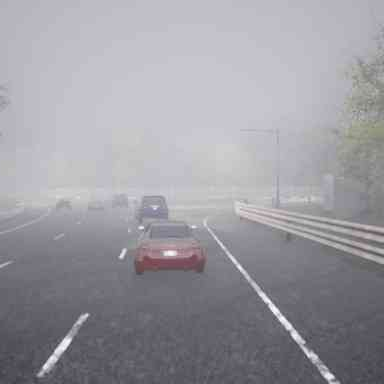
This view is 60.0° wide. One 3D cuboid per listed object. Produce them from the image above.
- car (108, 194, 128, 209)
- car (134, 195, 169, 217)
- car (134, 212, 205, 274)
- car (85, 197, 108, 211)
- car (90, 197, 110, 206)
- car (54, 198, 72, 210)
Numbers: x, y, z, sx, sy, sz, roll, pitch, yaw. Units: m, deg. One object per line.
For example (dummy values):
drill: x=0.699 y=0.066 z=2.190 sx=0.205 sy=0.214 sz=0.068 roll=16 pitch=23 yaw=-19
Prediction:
car: x=-10.364 y=1.259 z=46.033 sx=2.150 sy=2.045 sz=5.566 roll=0 pitch=0 yaw=-24
car: x=-3.193 y=1.234 z=25.595 sx=2.150 sy=2.045 sz=5.566 roll=0 pitch=0 yaw=-14
car: x=-0.767 y=1.567 z=10.648 sx=1.994 sy=1.385 sz=4.181 roll=0 pitch=0 yaw=-6
car: x=-12.022 y=1.607 z=41.194 sx=1.994 sy=1.385 sz=4.181 roll=0 pitch=0 yaw=-23
car: x=-15.770 y=1.603 z=56.748 sx=2.033 sy=1.411 sz=5.357 roll=0 pitch=0 yaw=-31
car: x=-17.026 y=1.564 z=43.954 sx=1.837 sy=1.490 sz=4.892 roll=0 pitch=0 yaw=-24
